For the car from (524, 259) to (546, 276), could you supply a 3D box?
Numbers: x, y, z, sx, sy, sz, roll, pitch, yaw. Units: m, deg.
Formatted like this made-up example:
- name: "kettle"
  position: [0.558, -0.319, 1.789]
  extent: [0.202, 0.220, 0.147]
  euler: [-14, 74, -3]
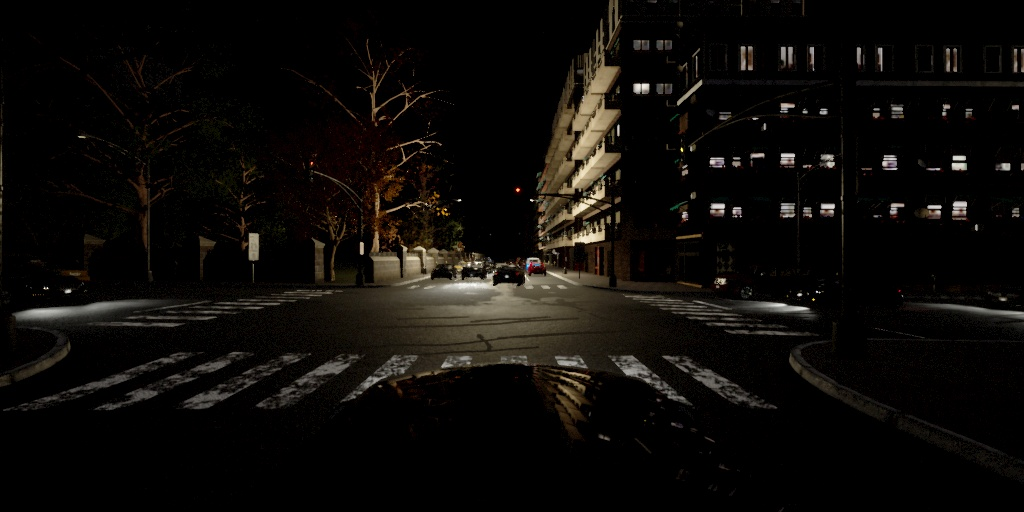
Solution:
- name: "car"
  position: [2.522, 1.314, 36.880]
  extent: [1.888, 1.381, 4.507]
  euler: [0, 0, 0]

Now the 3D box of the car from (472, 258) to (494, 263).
- name: "car"
  position: [-3.286, 1.279, 41.337]
  extent: [1.837, 1.490, 4.892]
  euler: [0, 0, 0]

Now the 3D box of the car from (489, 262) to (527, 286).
- name: "car"
  position: [-0.182, 1.323, 25.402]
  extent: [1.994, 1.385, 4.181]
  euler: [0, 0, 5]

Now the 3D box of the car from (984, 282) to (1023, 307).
- name: "car"
  position: [24.948, 1.764, 16.545]
  extent: [4.674, 1.442, 1.812]
  euler: [1, 0, -1]

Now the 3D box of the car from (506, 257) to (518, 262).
- name: "car"
  position: [-0.188, 1.349, 61.021]
  extent: [2.033, 1.411, 5.357]
  euler: [0, 0, -1]

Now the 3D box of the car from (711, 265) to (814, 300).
- name: "car"
  position: [13.369, 1.353, 18.961]
  extent: [5.009, 1.841, 2.192]
  euler: [0, 0, -1]

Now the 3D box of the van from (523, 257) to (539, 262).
- name: "van"
  position: [2.495, 1.115, 42.510]
  extent: [1.690, 1.789, 3.998]
  euler: [0, 0, 0]

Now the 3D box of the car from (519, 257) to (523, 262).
- name: "car"
  position: [2.439, 1.229, 53.770]
  extent: [1.967, 1.591, 4.097]
  euler: [0, 0, 0]

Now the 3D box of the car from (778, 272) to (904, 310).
- name: "car"
  position: [15.112, 1.623, 16.398]
  extent: [4.181, 1.385, 1.994]
  euler: [1, 0, -1]

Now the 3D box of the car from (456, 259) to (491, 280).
- name: "car"
  position: [-3.234, 1.255, 31.038]
  extent: [2.128, 1.511, 4.902]
  euler: [0, 0, 0]

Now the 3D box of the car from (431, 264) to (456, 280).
- name: "car"
  position: [-5.831, 1.330, 31.209]
  extent: [1.948, 1.339, 4.313]
  euler: [0, 0, 0]

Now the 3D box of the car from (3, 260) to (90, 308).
- name: "car"
  position: [-18.208, 0.953, 12.718]
  extent: [4.892, 1.490, 1.837]
  euler: [1, 0, -1]
